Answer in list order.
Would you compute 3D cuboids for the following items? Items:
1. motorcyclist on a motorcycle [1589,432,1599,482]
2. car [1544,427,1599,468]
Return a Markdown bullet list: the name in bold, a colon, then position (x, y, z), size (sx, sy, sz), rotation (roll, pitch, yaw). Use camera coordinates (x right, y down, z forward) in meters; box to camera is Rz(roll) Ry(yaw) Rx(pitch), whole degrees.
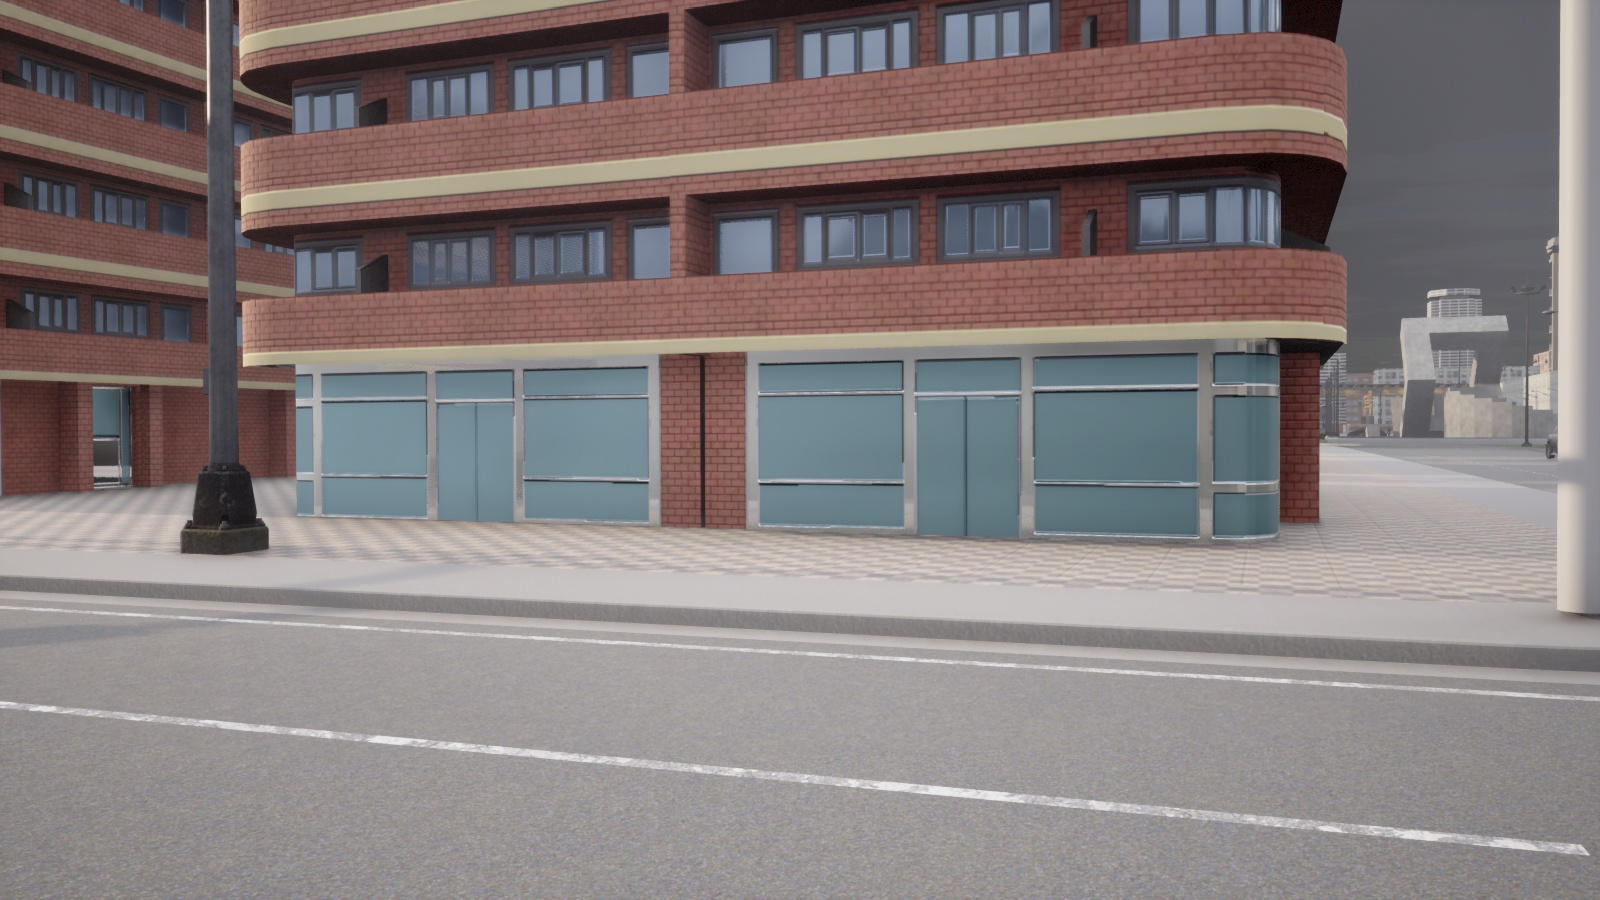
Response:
- **motorcyclist on a motorcycle**: position (26.091, 0.232, 40.363), size (0.866, 1.590, 1.817), rotation (1, 1, 20)
- **car**: position (36.655, -0.166, 59.166), size (1.932, 1.855, 4.605), rotation (1, 1, 20)
